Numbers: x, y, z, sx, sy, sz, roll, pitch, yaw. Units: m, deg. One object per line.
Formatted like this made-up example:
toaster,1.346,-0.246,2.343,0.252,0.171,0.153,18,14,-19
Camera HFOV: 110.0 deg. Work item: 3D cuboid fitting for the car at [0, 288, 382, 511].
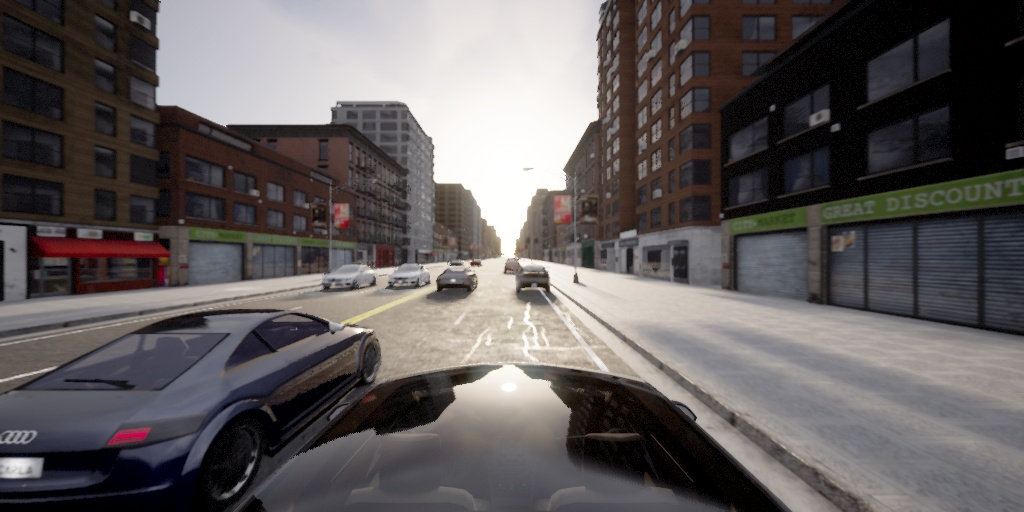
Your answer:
car,-3.151,1.309,4.286,1.994,1.385,4.181,0,0,0

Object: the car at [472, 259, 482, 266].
car,-6.523,1.250,64.905,1.895,1.301,4.718,0,0,0

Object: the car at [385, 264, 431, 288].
car,-6.601,1.234,23.489,1.812,1.442,4.674,0,0,0

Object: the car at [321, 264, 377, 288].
car,-9.854,1.236,22.154,1.812,1.442,4.674,0,0,0

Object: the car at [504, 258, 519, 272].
car,0.032,1.241,43.581,1.994,1.385,4.181,0,0,0

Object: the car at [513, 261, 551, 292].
car,1.135,1.219,20.689,1.837,1.490,4.892,0,0,0

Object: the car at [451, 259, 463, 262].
car,-9.785,1.210,63.258,1.994,1.385,4.181,0,0,1

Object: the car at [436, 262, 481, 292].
car,-3.150,1.277,21.176,1.994,1.385,4.181,0,0,0
